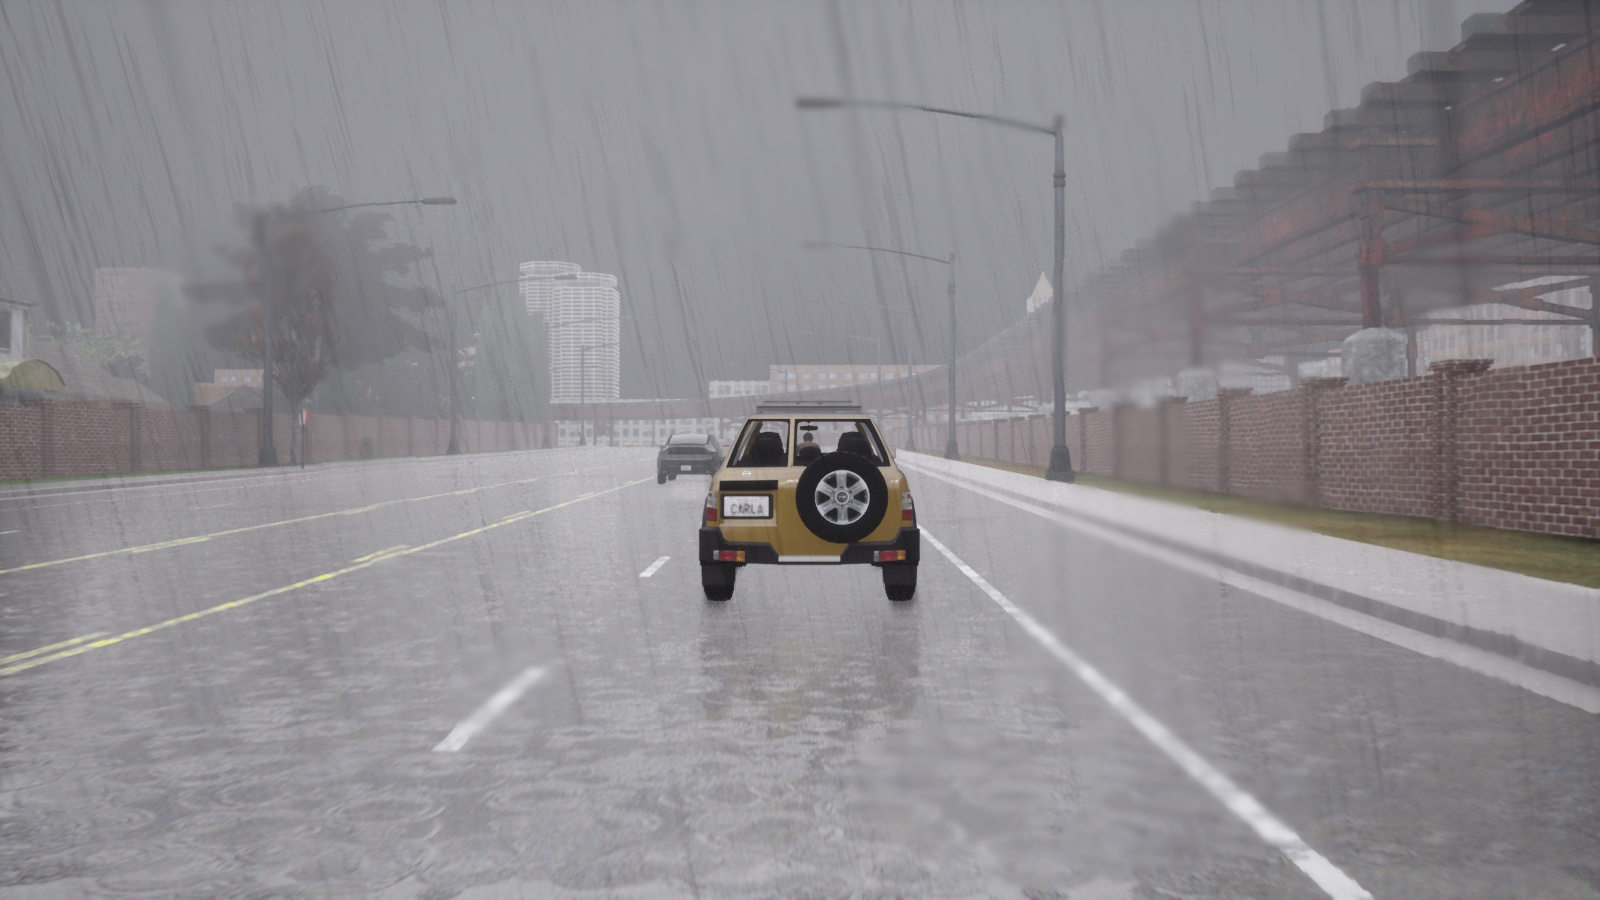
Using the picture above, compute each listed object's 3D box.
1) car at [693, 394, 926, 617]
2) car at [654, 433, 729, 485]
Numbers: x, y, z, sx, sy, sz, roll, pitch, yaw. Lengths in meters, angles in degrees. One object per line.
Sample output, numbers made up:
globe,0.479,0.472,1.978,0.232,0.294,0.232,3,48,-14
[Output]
car,0.090,0.429,12.738,1.932,1.855,4.605,0,1,0
car,-3.258,0.226,38.448,1.837,1.490,4.892,0,1,0
